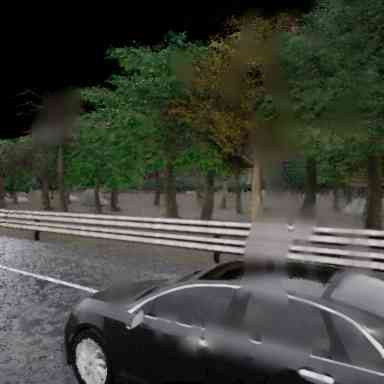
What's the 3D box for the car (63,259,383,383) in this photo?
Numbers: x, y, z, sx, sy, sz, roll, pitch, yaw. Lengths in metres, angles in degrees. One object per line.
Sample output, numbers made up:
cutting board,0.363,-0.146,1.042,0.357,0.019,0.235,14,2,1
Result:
car,0.602,1.510,3.561,4.892,1.490,1.837,0,0,35
